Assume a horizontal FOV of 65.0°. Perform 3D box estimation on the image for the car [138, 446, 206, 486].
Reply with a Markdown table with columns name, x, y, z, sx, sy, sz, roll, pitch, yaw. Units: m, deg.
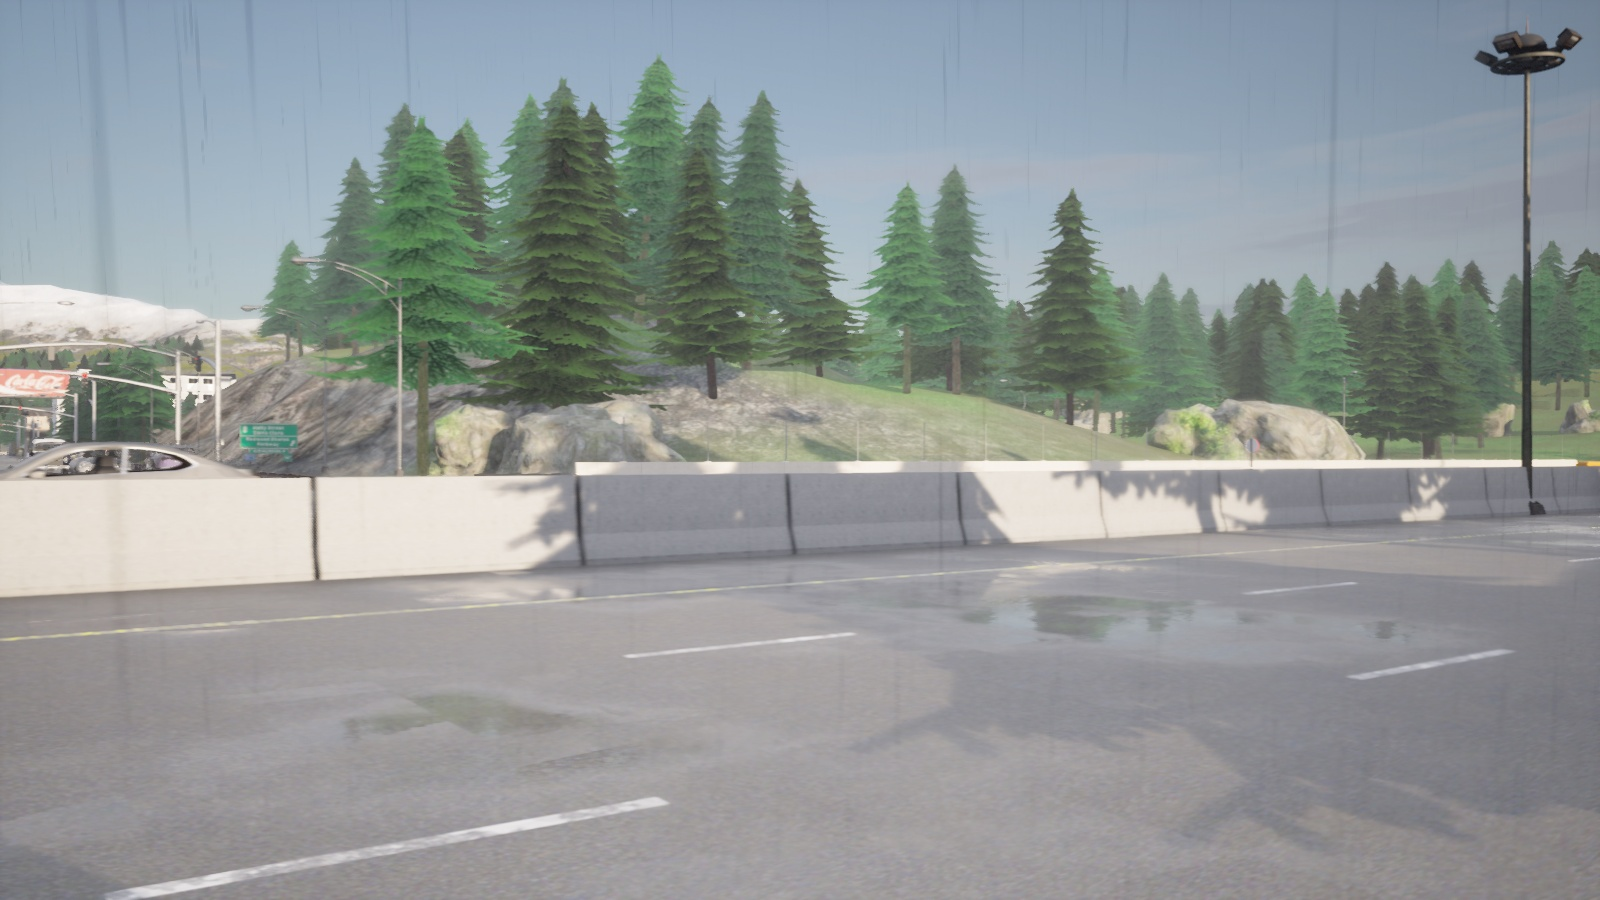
| name | x | y | z | sx | sy | sz | roll | pitch | yaw |
| --- | --- | --- | --- | --- | --- | --- | --- | --- | --- |
| car | -27.466 | 0.671 | 54.825 | 2.033 | 1.649 | 4.856 | 0 | 0 | -34 |

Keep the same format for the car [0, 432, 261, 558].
| name | x | y | z | sx | sy | sz | roll | pitch | yaw |
| --- | --- | --- | --- | --- | --- | --- | --- | --- | --- |
| car | -10.505 | 0.590 | 17.670 | 5.027 | 1.651 | 2.152 | 0 | 0 | -35 |

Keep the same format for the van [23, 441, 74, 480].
| name | x | y | z | sx | sy | sz | roll | pitch | yaw |
| --- | --- | --- | --- | --- | --- | --- | --- | --- | --- |
| van | -40.864 | 0.580 | 68.257 | 2.069 | 2.038 | 4.480 | -1 | 0 | -34 |
